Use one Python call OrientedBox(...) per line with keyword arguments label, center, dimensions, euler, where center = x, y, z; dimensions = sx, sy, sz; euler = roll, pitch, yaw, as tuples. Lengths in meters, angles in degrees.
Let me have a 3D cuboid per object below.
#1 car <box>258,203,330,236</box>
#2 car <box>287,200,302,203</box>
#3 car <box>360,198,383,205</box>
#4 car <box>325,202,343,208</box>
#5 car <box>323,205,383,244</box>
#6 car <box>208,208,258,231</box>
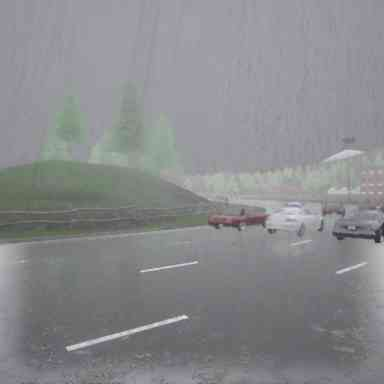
OrientedBox(label="car", center=(5.739, 1.534, 18.318), dimensions=(1.812, 1.442, 4.674), euler=(0, 0, 40))
OrientedBox(label="car", center=(10.143, 1.534, 32.978), dimensions=(1.812, 1.442, 4.674), euler=(0, 0, 19))
OrientedBox(label="car", center=(16.744, 1.367, 30.650), dimensions=(2.097, 1.767, 4.553), euler=(0, 0, 19))
OrientedBox(label="car", center=(13.459, 1.617, 31.857), dimensions=(1.895, 1.301, 4.718), euler=(0, 0, 19))
OrientedBox(label="car", center=(8.411, 1.564, 16.057), dimensions=(2.033, 1.411, 5.357), euler=(0, 0, 40))
OrientedBox(label="car", center=(3.087, 1.617, 20.602), dimensions=(1.895, 1.301, 4.718), euler=(0, 0, 40))
